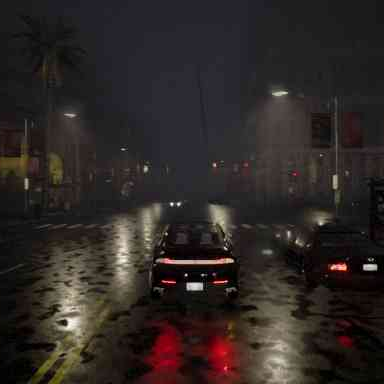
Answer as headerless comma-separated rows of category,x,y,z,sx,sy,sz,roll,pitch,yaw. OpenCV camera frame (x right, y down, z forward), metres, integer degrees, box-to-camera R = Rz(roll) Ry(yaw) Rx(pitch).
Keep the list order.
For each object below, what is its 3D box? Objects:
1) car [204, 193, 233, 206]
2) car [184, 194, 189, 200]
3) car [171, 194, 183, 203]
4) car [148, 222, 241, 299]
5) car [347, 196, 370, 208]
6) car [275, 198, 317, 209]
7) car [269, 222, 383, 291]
car,4.428,1.478,56.368,1.882,1.535,5.008,-1,1,-24
car,-2.200,1.355,93.873,2.097,1.767,4.553,0,0,13
car,-3.492,1.595,71.623,1.895,1.301,4.718,0,0,0
car,0.060,1.492,8.425,2.128,1.511,4.902,0,0,0
car,24.997,1.352,48.291,4.553,1.767,2.097,0,0,0
car,13.973,1.547,44.676,5.357,1.411,2.033,0,0,-2
car,3.563,1.547,9.127,2.033,1.411,5.357,0,0,0
